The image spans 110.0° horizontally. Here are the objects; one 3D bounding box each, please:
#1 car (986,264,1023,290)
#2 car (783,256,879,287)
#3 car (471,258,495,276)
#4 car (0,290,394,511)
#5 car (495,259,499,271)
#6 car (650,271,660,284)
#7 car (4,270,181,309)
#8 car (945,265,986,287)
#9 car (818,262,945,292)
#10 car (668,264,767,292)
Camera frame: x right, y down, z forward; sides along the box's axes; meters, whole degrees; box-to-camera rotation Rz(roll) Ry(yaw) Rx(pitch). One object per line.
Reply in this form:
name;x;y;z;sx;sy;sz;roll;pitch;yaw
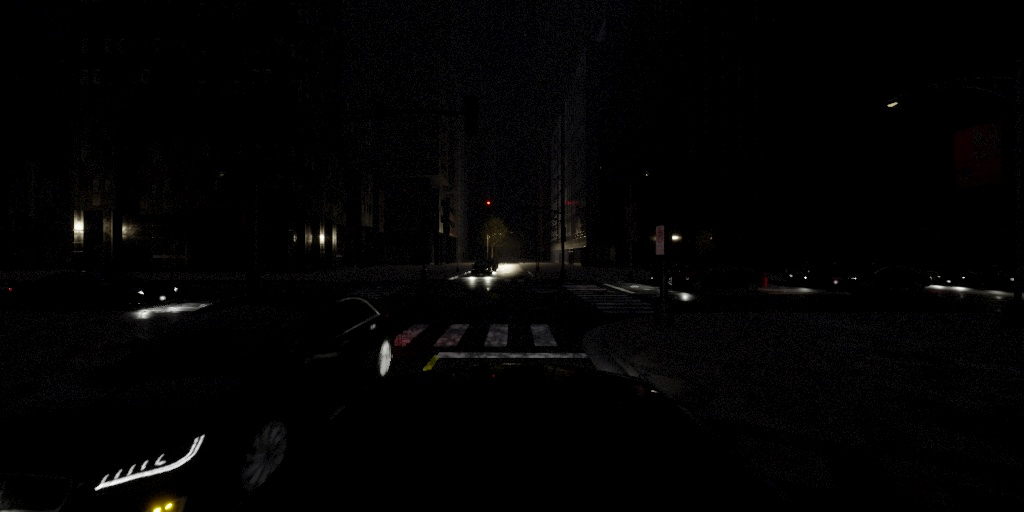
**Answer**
car;31.944;1.007;20.845;5.566;2.045;2.150;0;0;0
car;21.585;0.986;24.129;5.566;2.045;2.150;0;0;1
car;-3.101;1.227;37.513;1.882;1.535;5.008;0;0;1
car;-2.931;1.255;4.432;1.837;1.490;4.892;1;0;-1
car;-3.115;1.101;47.293;2.097;1.767;4.553;0;0;0
car;11.854;1.258;24.194;4.892;1.490;1.837;0;0;-1
car;-16.629;1.293;14.342;5.357;1.411;2.033;0;0;0
car;32.040;1.327;24.094;5.357;1.411;2.033;0;0;0
car;21.331;1.262;20.894;4.902;1.511;2.128;0;0;0
car;12.007;1.237;20.937;5.008;1.535;1.882;0;0;1
